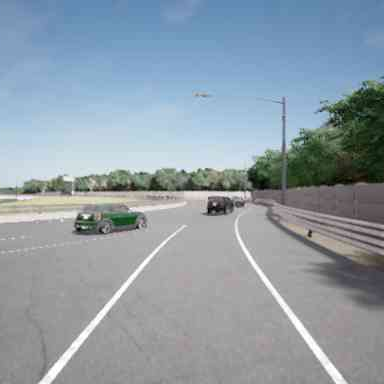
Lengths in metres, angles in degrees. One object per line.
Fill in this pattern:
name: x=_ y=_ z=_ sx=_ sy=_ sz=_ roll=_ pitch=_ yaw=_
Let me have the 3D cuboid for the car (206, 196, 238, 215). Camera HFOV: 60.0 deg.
car: x=3.233 y=1.438 z=37.361 sx=2.150 sy=2.045 sz=5.566 roll=1 pitch=0 yaw=19

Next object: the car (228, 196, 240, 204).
car: x=9.358 y=1.818 z=74.454 sx=2.097 sy=1.767 sz=4.553 roll=0 pitch=0 yaw=-3

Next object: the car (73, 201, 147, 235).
car: x=-4.697 y=1.412 z=19.796 sx=2.097 sy=1.767 sz=4.553 roll=0 pitch=0 yaw=29

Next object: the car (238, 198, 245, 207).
car: x=8.219 y=1.892 z=58.350 sx=1.812 sy=1.442 sz=4.674 roll=1 pitch=0 yaw=8
